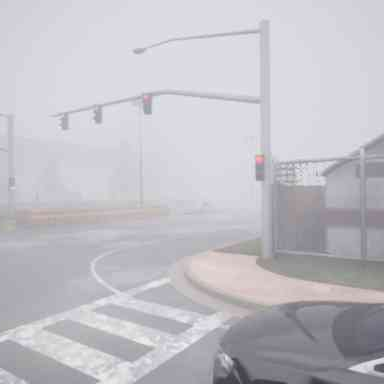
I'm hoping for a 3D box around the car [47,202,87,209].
[{"bbox_3d":[-13.304,1.945,33.668,1.994,1.385,4.181,-1,0,34],"label":"car"}]

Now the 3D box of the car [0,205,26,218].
[{"bbox_3d":[-18.729,1.972,31.846,2.033,1.411,5.357,-1,0,34],"label":"car"}]

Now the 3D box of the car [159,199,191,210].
[{"bbox_3d":[-2.481,1.881,49.847,2.128,1.511,4.902,-1,-1,34],"label":"car"}]

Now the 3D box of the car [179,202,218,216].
[{"bbox_3d":[0.998,1.776,35.820,1.812,1.442,4.674,-1,-1,34],"label":"car"}]

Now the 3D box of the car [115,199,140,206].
[{"bbox_3d":[-8.147,1.933,41.382,2.033,1.411,5.357,-1,-1,34],"label":"car"}]

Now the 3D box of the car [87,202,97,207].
[{"bbox_3d":[-13.488,1.933,39.690,1.837,1.490,4.892,-1,-1,34],"label":"car"}]

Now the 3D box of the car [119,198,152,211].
[{"bbox_3d":[-8.045,1.783,47.828,2.097,1.767,4.553,-1,-1,34],"label":"car"}]

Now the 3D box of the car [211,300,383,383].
[{"bbox_3d":[2.399,1.484,2.329,4.902,1.511,2.128,-1,0,36],"label":"car"}]
